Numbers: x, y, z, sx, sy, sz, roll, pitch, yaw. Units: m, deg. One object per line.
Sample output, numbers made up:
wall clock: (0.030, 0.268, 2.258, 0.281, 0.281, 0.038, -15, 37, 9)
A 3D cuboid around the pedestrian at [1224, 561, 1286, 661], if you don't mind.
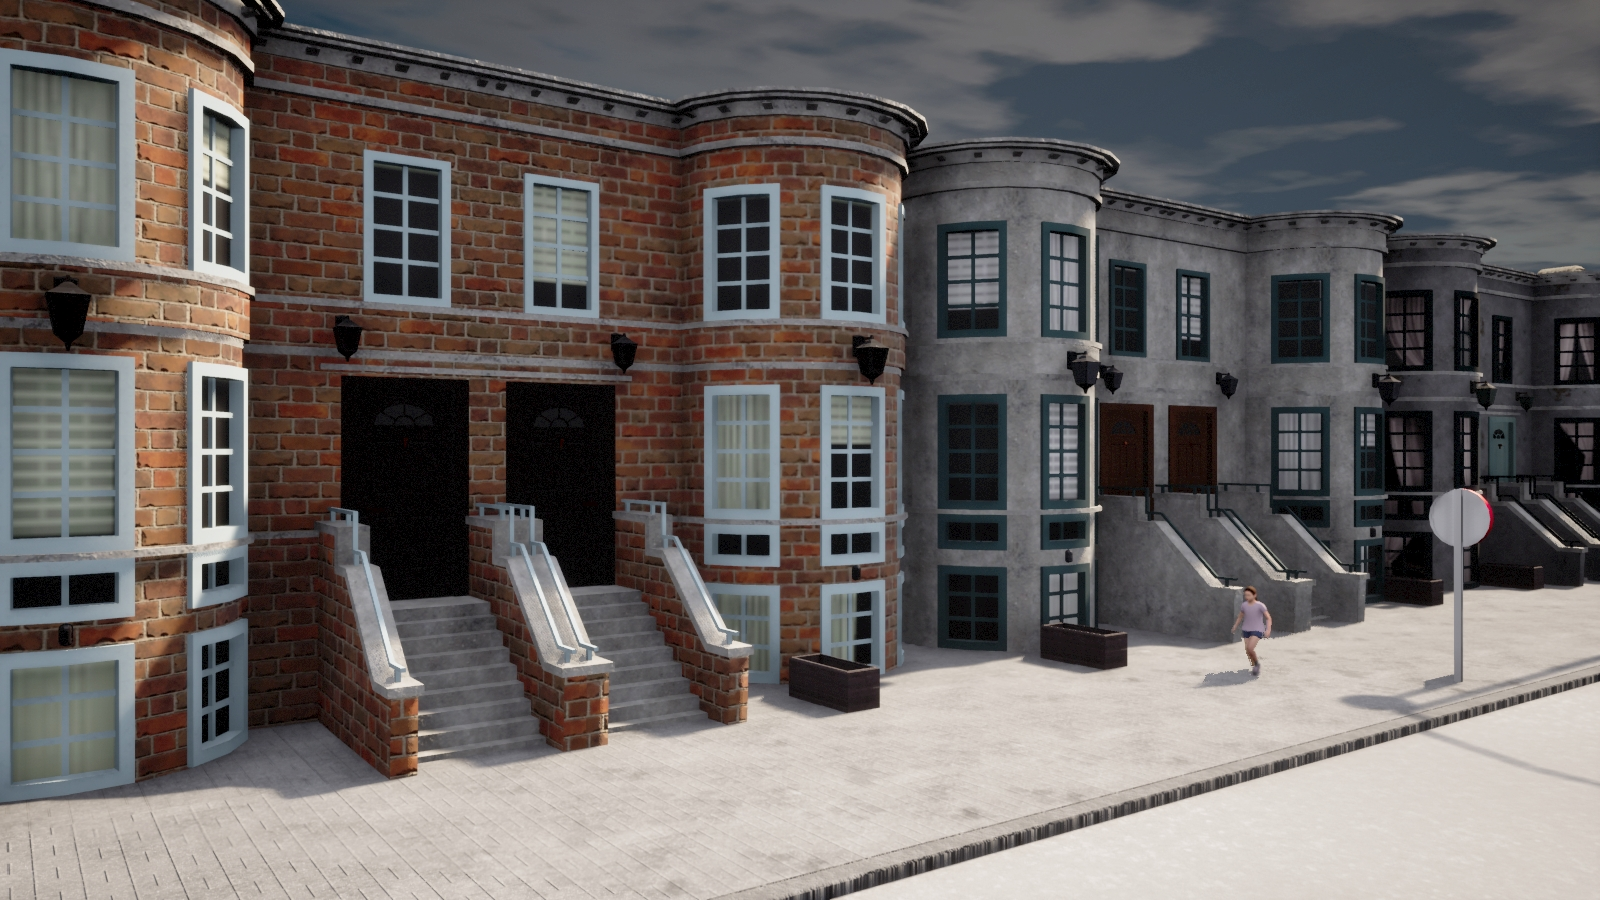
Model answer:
pedestrian: (5.425, 1.904, 13.619, 0.500, 1.100, 0.500, 0, 0, -37)
